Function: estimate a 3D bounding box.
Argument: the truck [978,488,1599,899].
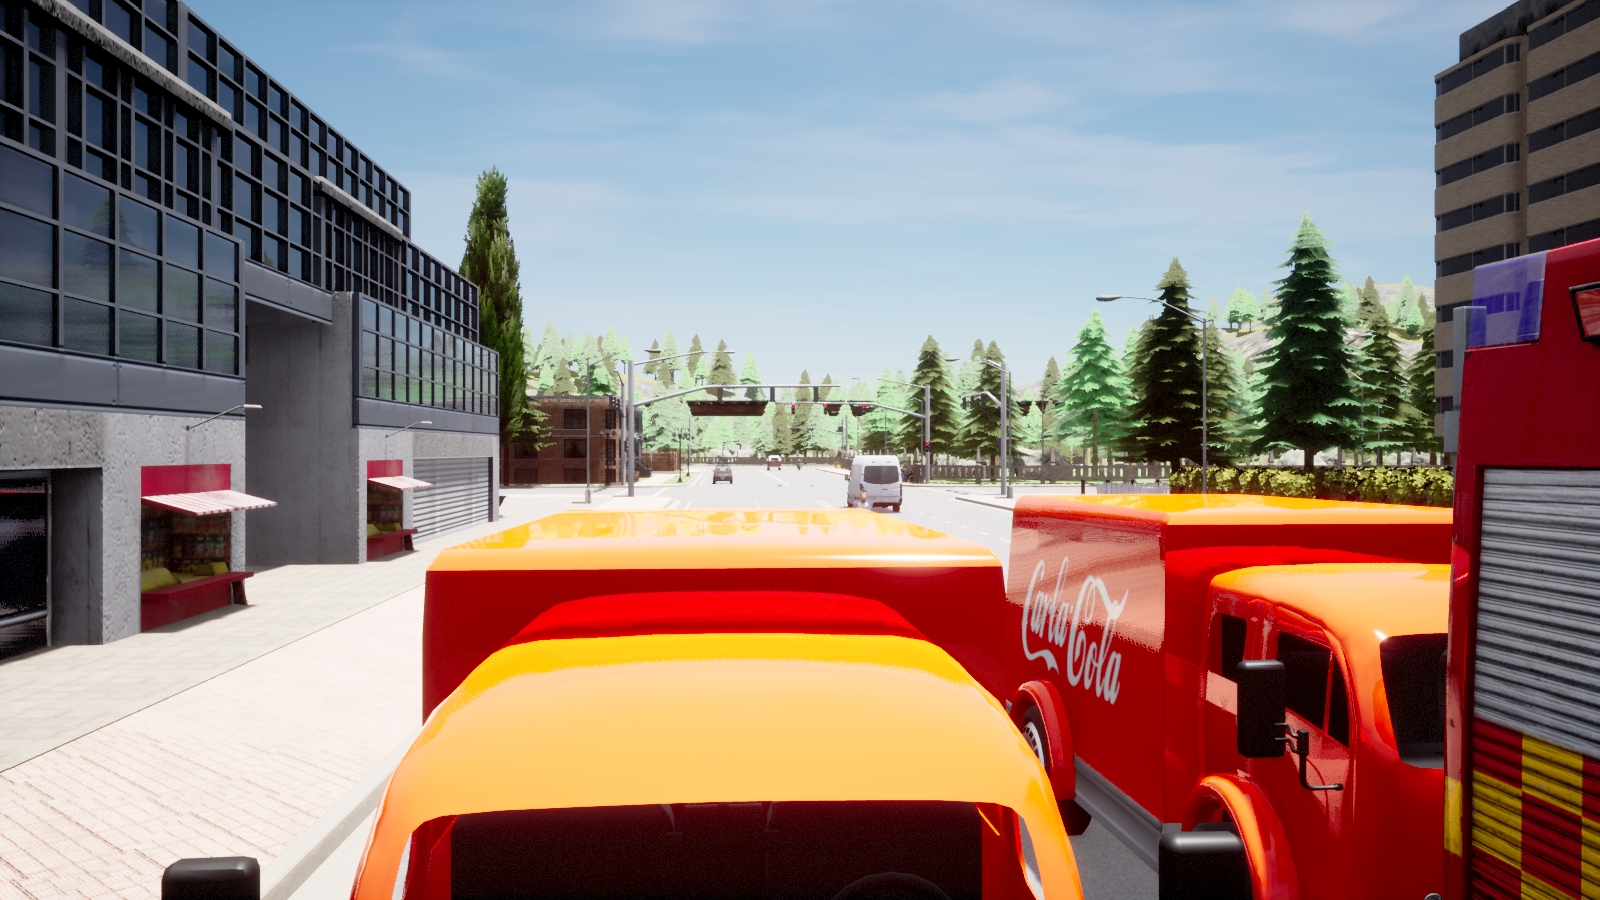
[{"bbox_3d":[3.003,1.568,7.234,2.627,2.467,5.204,0,0,-4],"label":"truck"}]

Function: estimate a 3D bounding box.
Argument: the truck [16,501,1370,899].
[{"bbox_3d":[-0.347,1.568,4.821,2.627,2.467,5.204,0,0,-4],"label":"truck"}]

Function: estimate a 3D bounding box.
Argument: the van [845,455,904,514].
[{"bbox_3d":[3.411,1.534,53.444,1.988,2.561,5.915,0,0,-4],"label":"van"}]
